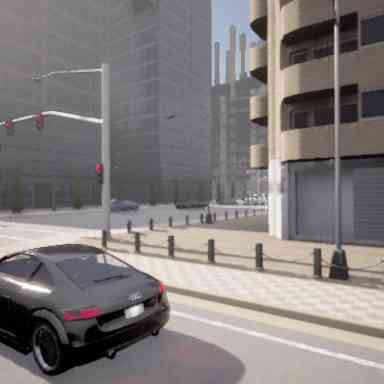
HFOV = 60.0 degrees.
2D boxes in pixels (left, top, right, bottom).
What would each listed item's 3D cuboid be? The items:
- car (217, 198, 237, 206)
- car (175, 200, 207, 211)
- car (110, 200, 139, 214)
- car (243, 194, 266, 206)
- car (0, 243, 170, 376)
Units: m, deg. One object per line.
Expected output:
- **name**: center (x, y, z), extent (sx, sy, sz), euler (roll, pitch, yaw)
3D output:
- **car**: center (6.097, 1.678, 57.196), extent (1.994, 1.385, 4.181), euler (0, 0, 36)
- **car**: center (-0.086, 1.694, 42.727), extent (1.895, 1.301, 4.718), euler (0, 0, 36)
- **car**: center (-8.008, 1.640, 37.718), extent (1.812, 1.442, 4.674), euler (0, 0, 36)
- **car**: center (10.871, 1.420, 57.782), extent (2.150, 2.045, 5.566), euler (0, 0, 36)
- **car**: center (-2.410, 1.595, 5.678), extent (4.181, 1.385, 1.994), euler (0, 0, 36)
